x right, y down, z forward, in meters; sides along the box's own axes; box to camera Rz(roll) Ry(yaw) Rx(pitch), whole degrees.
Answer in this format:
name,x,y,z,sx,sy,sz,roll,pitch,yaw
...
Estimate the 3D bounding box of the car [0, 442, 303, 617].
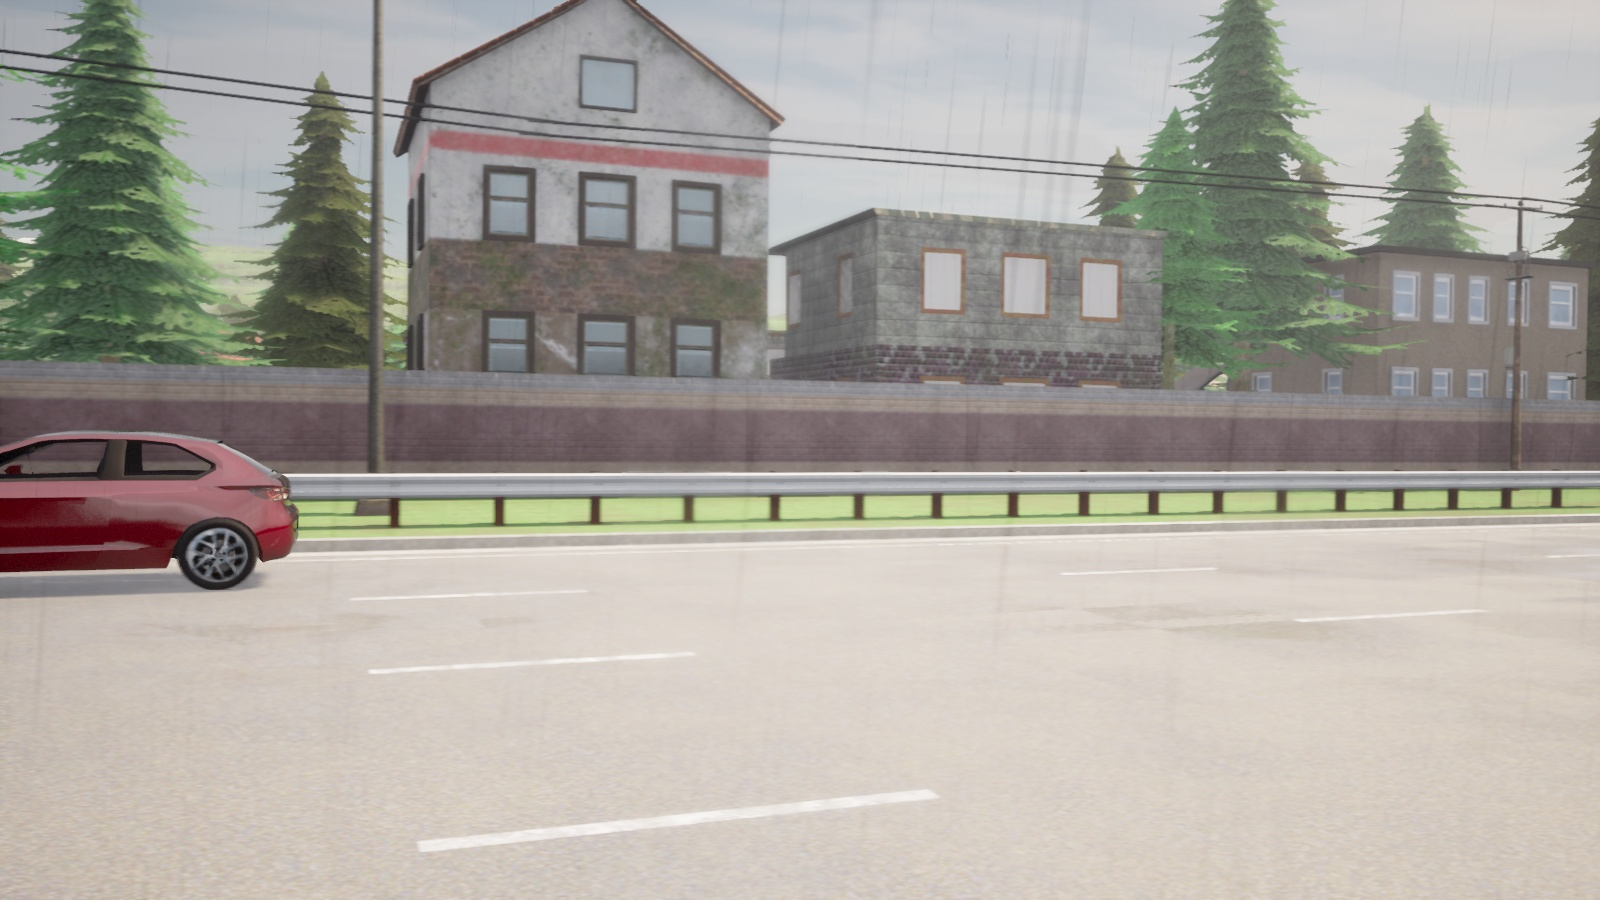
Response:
name,x,y,z,sx,sy,sz,roll,pitch,yaw
car,-6.966,0.695,11.826,4.193,1.474,1.816,-1,1,-21
